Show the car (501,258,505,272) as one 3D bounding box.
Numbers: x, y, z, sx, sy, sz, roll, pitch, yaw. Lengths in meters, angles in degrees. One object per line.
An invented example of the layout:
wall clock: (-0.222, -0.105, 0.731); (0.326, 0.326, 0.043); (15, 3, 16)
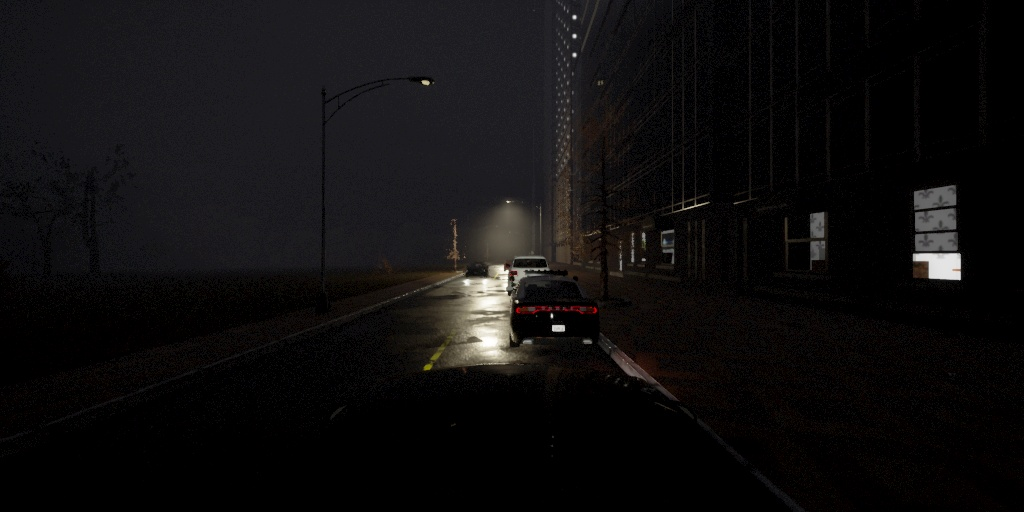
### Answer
car: (-0.085, 1.226, 47.546); (1.882, 1.535, 5.008); (0, 0, 0)

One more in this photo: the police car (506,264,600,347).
police car: (0.881, 1.175, 9.430); (1.930, 1.638, 5.238); (0, 0, 0)

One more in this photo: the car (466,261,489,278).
car: (-3.176, 1.226, 33.530); (1.882, 1.535, 5.008); (0, 0, 0)

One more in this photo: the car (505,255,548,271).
car: (0.857, 0.975, 19.351); (2.150, 2.045, 5.566); (0, 0, 0)
